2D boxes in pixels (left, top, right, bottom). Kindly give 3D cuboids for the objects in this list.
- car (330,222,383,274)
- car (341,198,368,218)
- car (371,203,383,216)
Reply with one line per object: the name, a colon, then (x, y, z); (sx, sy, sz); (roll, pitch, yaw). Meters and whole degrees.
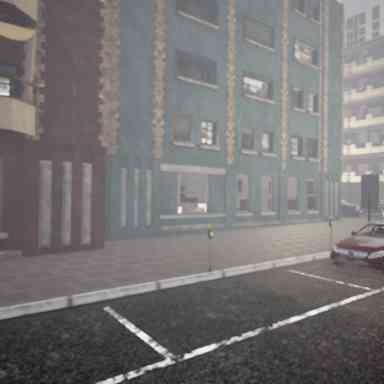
car: (6.104, 1.634, 10.445); (4.206, 1.307, 1.802); (0, 1, -35)
car: (12.886, 1.367, 30.325); (2.192, 1.841, 5.009); (1, -1, -36)
car: (19.262, 1.752, 34.946); (1.947, 1.339, 4.313); (1, -1, -36)
